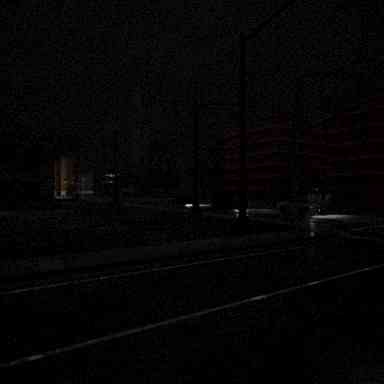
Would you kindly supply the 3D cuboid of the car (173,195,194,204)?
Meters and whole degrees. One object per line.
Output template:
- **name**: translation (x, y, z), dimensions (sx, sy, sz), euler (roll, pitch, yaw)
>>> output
- **car**: translation (-1.131, 1.101, 49.664), dimensions (1.994, 1.385, 4.181), euler (0, 1, -34)

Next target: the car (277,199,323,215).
- **car**: translation (10.481, 1.393, 32.690), dimensions (1.812, 1.442, 4.674), euler (0, 1, -34)

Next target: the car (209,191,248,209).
- **car**: translation (4.471, 0.934, 41.470), dimensions (2.150, 2.045, 5.566), euler (0, 1, -35)
